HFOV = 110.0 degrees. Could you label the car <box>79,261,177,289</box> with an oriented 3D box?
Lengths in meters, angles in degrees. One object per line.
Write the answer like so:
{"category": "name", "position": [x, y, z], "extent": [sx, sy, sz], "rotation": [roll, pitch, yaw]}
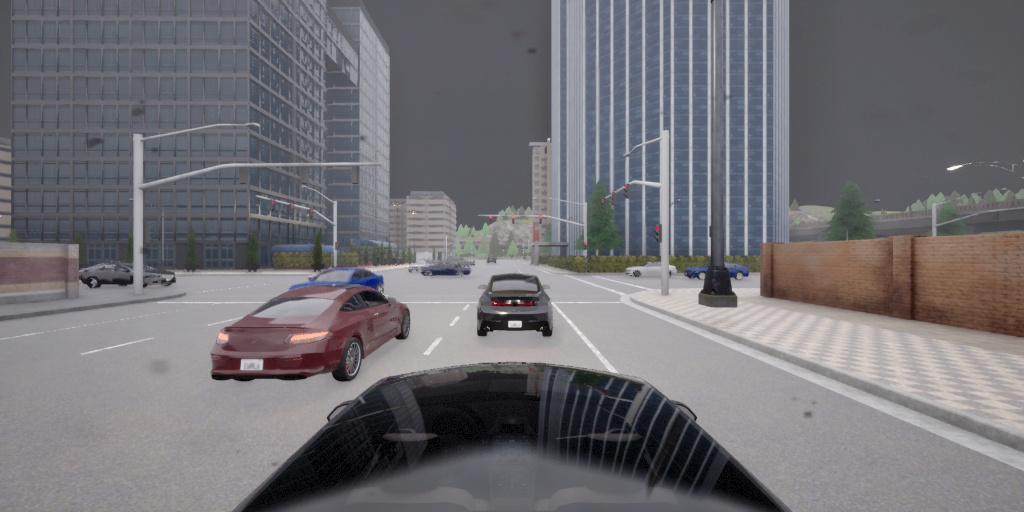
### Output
{"category": "car", "position": [-24.218, 1.241, 22.766], "extent": [4.902, 1.511, 2.128], "rotation": [0, 0, 0]}

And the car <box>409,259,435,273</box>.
{"category": "car", "position": [-11.364, 1.276, 44.595], "extent": [1.812, 1.442, 4.674], "rotation": [0, 0, 1]}

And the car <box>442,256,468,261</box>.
{"category": "car", "position": [-7.872, 0.971, 50.049], "extent": [2.150, 2.045, 5.566], "rotation": [0, 0, -1]}

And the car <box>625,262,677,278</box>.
{"category": "car", "position": [13.043, 1.276, 33.796], "extent": [4.674, 1.442, 1.812], "rotation": [0, 0, 1]}

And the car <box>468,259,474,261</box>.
{"category": "car", "position": [-8.010, 1.314, 60.001], "extent": [1.994, 1.385, 4.181], "rotation": [0, 0, 0]}

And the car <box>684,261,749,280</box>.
{"category": "car", "position": [17.225, 1.228, 30.349], "extent": [5.008, 1.535, 1.882], "rotation": [0, 0, 0]}

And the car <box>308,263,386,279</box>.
{"category": "car", "position": [-7.051, 1.227, 14.844], "extent": [1.882, 1.535, 5.008], "rotation": [0, 0, 3]}

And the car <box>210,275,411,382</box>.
{"category": "car", "position": [-3.435, 1.276, 7.050], "extent": [1.812, 1.442, 4.674], "rotation": [0, 0, 0]}

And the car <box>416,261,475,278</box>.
{"category": "car", "position": [-6.136, 1.351, 33.648], "extent": [4.718, 1.301, 1.895], "rotation": [0, 0, 0]}

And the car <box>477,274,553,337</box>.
{"category": "car", "position": [0.069, 1.255, 10.314], "extent": [1.837, 1.490, 4.892], "rotation": [0, 0, 0]}
